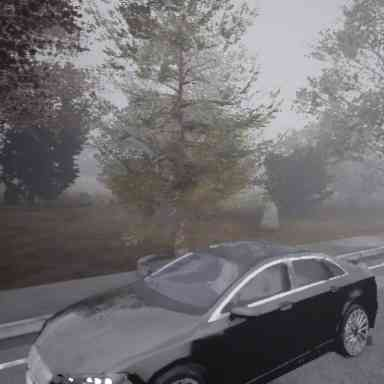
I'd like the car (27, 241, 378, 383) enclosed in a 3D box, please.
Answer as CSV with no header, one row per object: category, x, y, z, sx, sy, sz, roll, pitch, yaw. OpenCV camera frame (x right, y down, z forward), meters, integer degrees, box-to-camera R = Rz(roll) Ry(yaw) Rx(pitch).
car,0.560,1.487,4.391,4.902,1.511,2.128,0,0,-36
